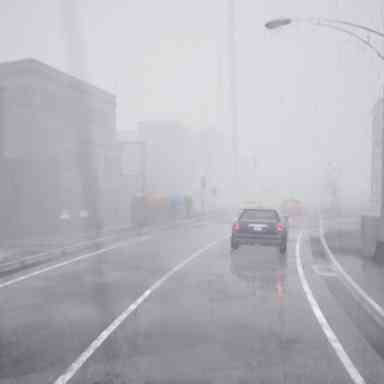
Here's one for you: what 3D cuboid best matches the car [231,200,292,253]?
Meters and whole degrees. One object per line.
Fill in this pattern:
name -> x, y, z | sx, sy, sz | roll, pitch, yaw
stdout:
car -> 3.051, 1.385, 14.324 | 2.097, 1.767, 4.553 | 1, 0, 17

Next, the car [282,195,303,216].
car -> 10.498, 1.459, 34.896 | 2.097, 1.767, 4.553 | 1, 0, 21

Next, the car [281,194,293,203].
car -> 20.578, 1.332, 71.617 | 2.097, 1.767, 4.553 | 1, 0, 21

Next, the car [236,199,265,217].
car -> 5.967, 1.517, 33.394 | 1.882, 1.535, 5.008 | 1, 0, 21
